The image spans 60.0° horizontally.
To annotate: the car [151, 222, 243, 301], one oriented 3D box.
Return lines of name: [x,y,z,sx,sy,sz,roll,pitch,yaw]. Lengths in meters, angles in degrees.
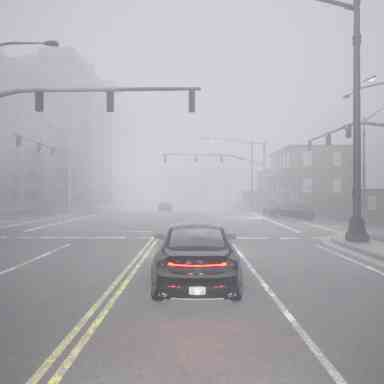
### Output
car: [0.094,1.505,8.321,1.837,1.490,4.892,0,0,0]

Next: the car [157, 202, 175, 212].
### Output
car: [-3.630,2.066,45.558,1.837,1.490,4.892,0,-5,0]

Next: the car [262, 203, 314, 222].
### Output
car: [8.186,1.605,28.285,4.181,1.385,1.994,5,0,1]

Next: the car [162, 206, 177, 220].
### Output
car: [-3.628,3.522,54.965,2.128,1.511,4.902,0,-12,0]
